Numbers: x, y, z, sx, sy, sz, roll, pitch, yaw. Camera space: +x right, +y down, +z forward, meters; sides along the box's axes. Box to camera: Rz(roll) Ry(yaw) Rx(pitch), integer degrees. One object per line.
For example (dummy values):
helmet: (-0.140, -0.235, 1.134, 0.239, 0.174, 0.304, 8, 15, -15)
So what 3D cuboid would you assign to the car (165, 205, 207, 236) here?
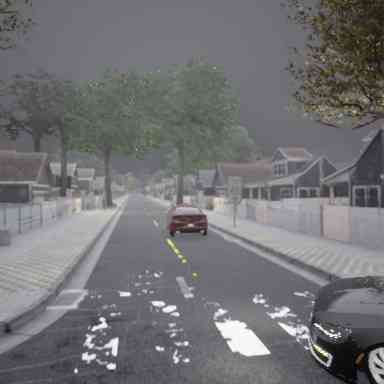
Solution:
car: (-0.401, 1.448, 18.291, 1.882, 1.535, 5.008, 0, 0, -8)

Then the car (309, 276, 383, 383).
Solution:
car: (3.850, 1.513, 3.605, 4.892, 1.490, 1.837, 0, 5, 25)
